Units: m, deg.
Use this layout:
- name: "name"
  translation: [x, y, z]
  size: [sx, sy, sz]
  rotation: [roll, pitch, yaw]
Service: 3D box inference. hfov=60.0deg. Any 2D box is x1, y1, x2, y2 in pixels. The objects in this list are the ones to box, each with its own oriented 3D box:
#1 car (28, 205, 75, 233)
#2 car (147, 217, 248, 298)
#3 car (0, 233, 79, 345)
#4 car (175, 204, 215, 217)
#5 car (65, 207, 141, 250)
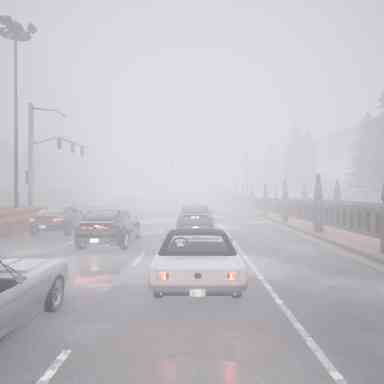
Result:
- name: "car"
  translation: [-6.858, 1.408, 17.487]
  size: [1.812, 1.442, 4.674]
  rotation: [0, 0, -1]
- name: "car"
  translation: [0.123, 1.550, 8.326]
  size: [1.895, 1.301, 4.718]
  rotation: [0, 0, 0]
- name: "car"
  translation: [-3.389, 1.577, 4.634]
  size: [1.895, 1.301, 4.718]
  rotation: [0, 0, 0]
- name: "car"
  translation: [0.171, 1.386, 17.586]
  size: [1.837, 1.490, 4.892]
  rotation: [0, 0, 0]
- name: "car"
  translation: [-3.349, 1.413, 13.861]
  size: [1.837, 1.490, 4.892]
  rotation: [0, 0, 0]
